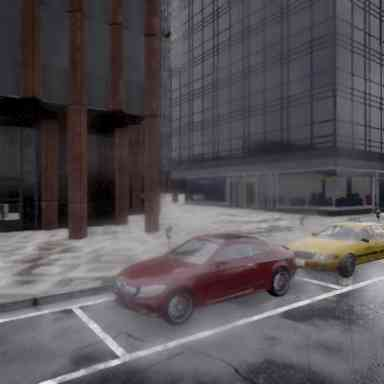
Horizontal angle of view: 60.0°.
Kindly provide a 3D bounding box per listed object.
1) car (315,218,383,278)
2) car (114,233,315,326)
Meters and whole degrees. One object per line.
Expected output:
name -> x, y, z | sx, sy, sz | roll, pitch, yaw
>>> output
car -> 4.766, 1.500, 10.053 | 4.829, 1.417, 1.752 | 0, 0, -36
car -> 0.479, 1.571, 6.993 | 4.206, 1.307, 1.802 | 0, 0, -36
